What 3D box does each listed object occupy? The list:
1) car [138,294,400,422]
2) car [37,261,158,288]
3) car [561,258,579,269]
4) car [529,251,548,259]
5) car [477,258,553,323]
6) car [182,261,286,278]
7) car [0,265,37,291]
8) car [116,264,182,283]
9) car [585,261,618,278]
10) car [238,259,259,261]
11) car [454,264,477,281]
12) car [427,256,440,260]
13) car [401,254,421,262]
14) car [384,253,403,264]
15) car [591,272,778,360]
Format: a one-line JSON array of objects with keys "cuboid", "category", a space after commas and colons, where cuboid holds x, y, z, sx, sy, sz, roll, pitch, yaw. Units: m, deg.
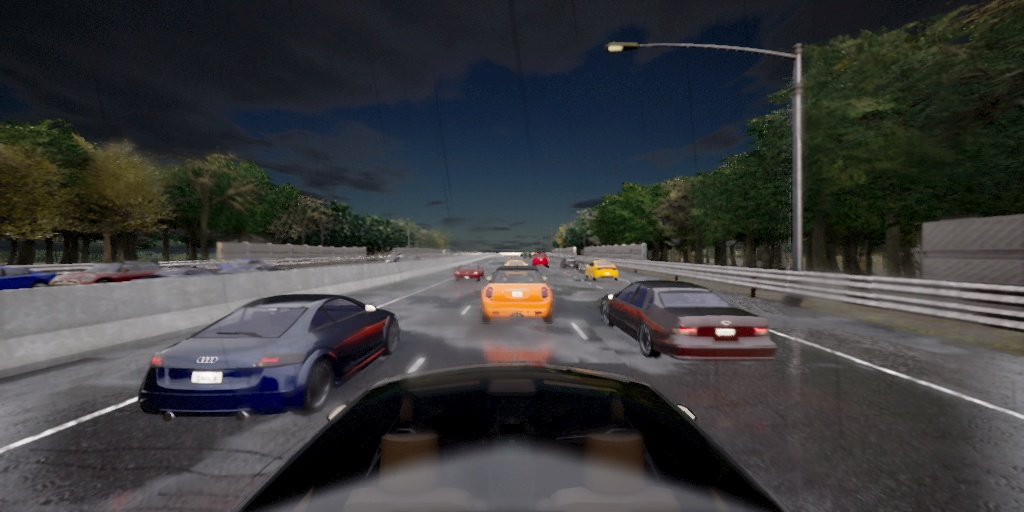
[{"cuboid": [-3.375, 1.313, 5.983, 1.994, 1.385, 4.181, 0, 0, 0], "category": "car"}, {"cuboid": [-20.982, 1.060, 19.001, 2.097, 1.767, 4.553, 0, 0, 1], "category": "car"}, {"cuboid": [7.449, 0.945, 46.581, 1.812, 1.442, 4.674, 0, 1, 1], "category": "car"}, {"cuboid": [3.920, 0.579, 51.142, 2.150, 2.045, 5.566, 0, 1, 1], "category": "car"}, {"cuboid": [0.164, 1.087, 12.197, 2.097, 1.767, 4.553, 0, 0, 0], "category": "car"}, {"cuboid": [-13.982, 1.199, 18.944, 2.128, 1.511, 4.902, 0, 0, 1], "category": "car"}, {"cuboid": [-23.787, 1.201, 15.961, 1.882, 1.535, 5.008, 0, 0, -2], "category": "car"}, {"cuboid": [-17.482, 1.272, 18.933, 1.994, 1.385, 4.181, 0, 0, 1], "category": "car"}, {"cuboid": [7.116, 1.111, 28.897, 1.882, 1.535, 5.008, 0, 1, 2], "category": "car"}, {"cuboid": [-24.286, 1.078, 32.718, 1.882, 1.535, 5.008, 0, 1, 0], "category": "car"}, {"cuboid": [-3.199, 1.244, 27.941, 1.895, 1.301, 4.718, 0, 1, 1], "category": "car"}, {"cuboid": [-13.521, 0.763, 61.702, 1.994, 1.385, 4.181, 0, 1, 1], "category": "car"}, {"cuboid": [-17.015, 0.703, 61.703, 1.837, 1.490, 4.892, 0, 1, 1], "category": "car"}, {"cuboid": [-20.513, 0.695, 61.733, 2.128, 1.511, 4.902, 0, 1, 1], "category": "car"}, {"cuboid": [3.532, 1.294, 8.417, 2.033, 1.411, 5.357, 0, 0, 0], "category": "car"}]
